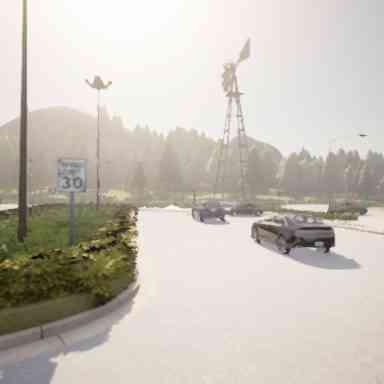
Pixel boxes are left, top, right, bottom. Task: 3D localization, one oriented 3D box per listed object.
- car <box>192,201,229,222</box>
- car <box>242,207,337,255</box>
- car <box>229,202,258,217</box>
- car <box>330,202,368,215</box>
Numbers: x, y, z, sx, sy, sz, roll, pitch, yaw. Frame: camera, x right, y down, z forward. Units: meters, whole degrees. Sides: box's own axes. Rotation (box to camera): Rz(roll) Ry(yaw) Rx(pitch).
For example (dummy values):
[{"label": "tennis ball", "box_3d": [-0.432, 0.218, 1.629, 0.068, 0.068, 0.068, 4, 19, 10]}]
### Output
[{"label": "car", "box_3d": [1.320, 1.518, 28.619, 2.097, 1.767, 4.553, 0, 0, -10]}, {"label": "car", "box_3d": [4.013, 1.599, 13.944, 2.128, 1.511, 4.902, 0, 0, -10]}, {"label": "car", "box_3d": [5.273, 1.748, 34.222, 3.905, 1.438, 1.784, 0, 0, -10]}, {"label": "car", "box_3d": [17.709, 1.847, 37.726, 4.193, 1.474, 1.816, 0, 0, -10]}]
